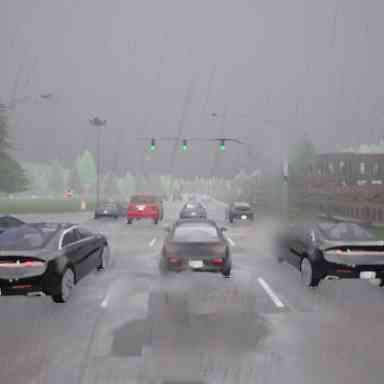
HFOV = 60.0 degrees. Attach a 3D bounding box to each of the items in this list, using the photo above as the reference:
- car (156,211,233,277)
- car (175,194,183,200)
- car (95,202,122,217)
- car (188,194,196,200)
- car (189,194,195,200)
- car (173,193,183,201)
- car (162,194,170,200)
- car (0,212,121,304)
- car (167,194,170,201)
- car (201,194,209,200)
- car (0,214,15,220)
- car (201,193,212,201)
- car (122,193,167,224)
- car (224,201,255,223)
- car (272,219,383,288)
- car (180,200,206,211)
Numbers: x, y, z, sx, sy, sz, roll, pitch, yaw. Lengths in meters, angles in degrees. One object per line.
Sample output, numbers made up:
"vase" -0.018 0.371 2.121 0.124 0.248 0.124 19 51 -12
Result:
"car" 0.100 1.519 10.090 1.812 1.442 4.674 0 0 0
"car" -3.498 1.322 90.334 1.994 1.385 4.181 0 0 0
"car" -6.900 1.544 28.511 1.994 1.385 4.181 0 0 0
"car" 0.002 1.476 79.914 2.033 1.411 5.357 0 0 0
"car" 0.002 1.270 90.334 1.837 1.490 4.892 0 0 0
"car" -3.498 1.161 79.944 2.150 2.045 5.566 0 0 0
"car" -6.998 1.270 90.334 1.837 1.490 4.892 0 0 0
"car" -3.400 1.486 8.112 2.128 1.511 4.902 0 0 0
"car" -6.998 1.161 79.944 2.150 2.045 5.566 0 0 0
"car" 3.502 1.269 90.334 1.837 1.490 4.892 0 0 0
"car" -6.899 1.470 11.314 1.882 1.535 5.008 0 0 0
"car" 3.502 1.161 79.944 2.150 2.045 5.566 0 0 0
"car" -3.401 1.204 24.861 2.150 2.045 5.566 0 0 0
"car" 3.601 1.487 25.467 1.837 1.490 4.892 0 0 0
"car" 3.601 1.485 9.235 2.128 1.511 4.902 0 0 0
"car" 0.101 1.546 26.055 1.994 1.385 4.181 0 0 0
